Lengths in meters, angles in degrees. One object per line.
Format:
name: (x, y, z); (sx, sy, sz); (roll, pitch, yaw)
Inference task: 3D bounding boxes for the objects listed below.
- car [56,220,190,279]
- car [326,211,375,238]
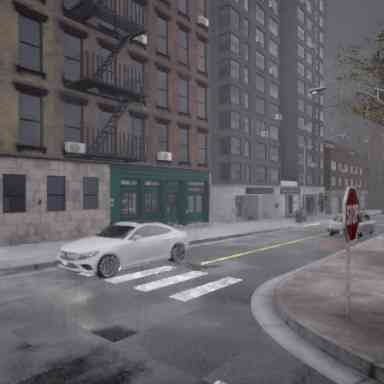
car: (-1.962, 1.678, 10.771); (1.812, 1.442, 4.674); (0, -1, 39)
car: (10.127, 2.086, 20.984); (1.895, 1.301, 4.718); (0, -2, 39)
